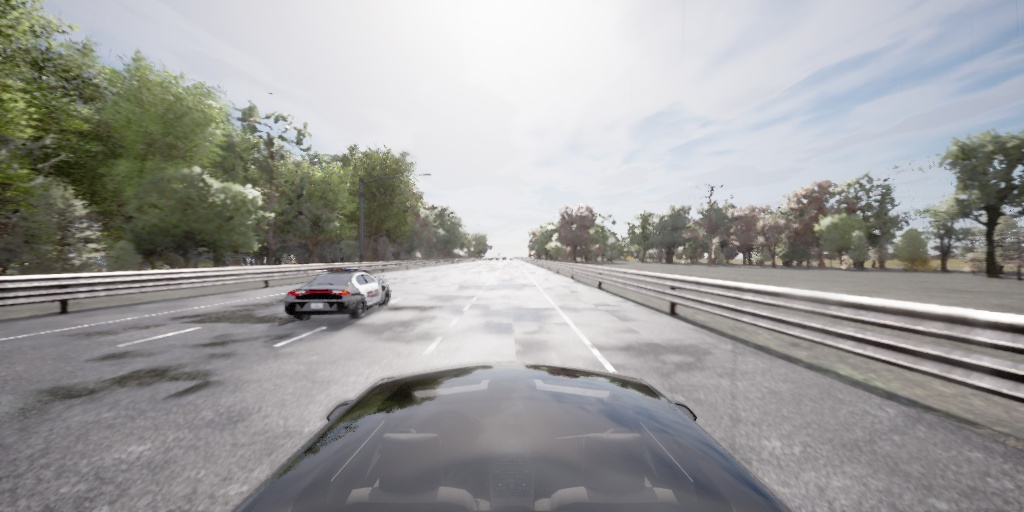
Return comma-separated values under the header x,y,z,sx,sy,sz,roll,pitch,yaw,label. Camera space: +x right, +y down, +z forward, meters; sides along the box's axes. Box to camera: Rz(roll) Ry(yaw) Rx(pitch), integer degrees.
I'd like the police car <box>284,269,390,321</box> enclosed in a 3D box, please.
x,y,z,sx,sy,sz,roll,pitch,yaw,label
-5.787,1.240,12.707,2.038,1.542,4.974,0,0,-5,police car
